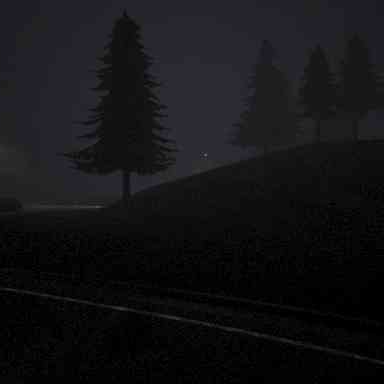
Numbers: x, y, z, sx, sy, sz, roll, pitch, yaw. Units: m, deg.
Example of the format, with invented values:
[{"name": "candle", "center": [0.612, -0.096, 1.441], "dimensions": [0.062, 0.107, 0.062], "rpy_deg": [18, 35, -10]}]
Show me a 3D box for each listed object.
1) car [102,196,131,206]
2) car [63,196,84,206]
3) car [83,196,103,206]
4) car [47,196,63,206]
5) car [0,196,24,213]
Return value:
[{"name": "car", "center": [-11.649, 1.492, 53.548], "dimensions": [2.128, 1.511, 4.902], "rpy_deg": [0, 0, 22]}, {"name": "car", "center": [-18.455, 1.477, 55.403], "dimensions": [1.882, 1.535, 5.008], "rpy_deg": [0, 0, 22]}, {"name": "car", "center": [-15.025, 1.506, 54.541], "dimensions": [1.837, 1.490, 4.892], "rpy_deg": [0, 0, 22]}, {"name": "car", "center": [-22.002, 1.477, 55.976], "dimensions": [1.882, 1.535, 5.008], "rpy_deg": [0, 0, 22]}, {"name": "car", "center": [-19.613, 1.352, 33.818], "dimensions": [2.097, 1.767, 4.553], "rpy_deg": [0, 0, 22]}]
